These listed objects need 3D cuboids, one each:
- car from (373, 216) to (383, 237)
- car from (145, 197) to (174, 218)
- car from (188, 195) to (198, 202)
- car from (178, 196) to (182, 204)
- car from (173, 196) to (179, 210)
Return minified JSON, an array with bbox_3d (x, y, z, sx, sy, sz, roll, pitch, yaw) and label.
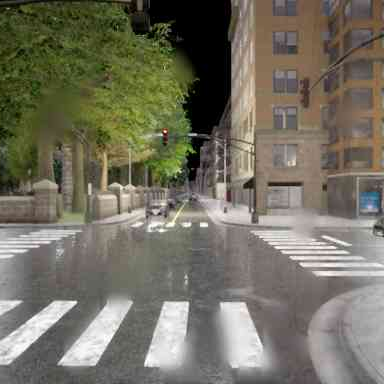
[{"bbox_3d":[11.009,1.362,15.503,4.553,1.767,2.097,0,0,1],"label":"car"},{"bbox_3d":[-3.008,1.464,29.740,2.128,1.511,4.902,0,0,0],"label":"car"},{"bbox_3d":[0.227,1.407,70.695,1.812,1.442,4.674,0,0,0],"label":"car"},{"bbox_3d":[-2.871,1.451,61.276,2.033,1.411,5.357,0,0,1],"label":"car"},{"bbox_3d":[-2.988,1.548,41.932,1.895,1.301,4.718,0,0,0],"label":"car"}]
